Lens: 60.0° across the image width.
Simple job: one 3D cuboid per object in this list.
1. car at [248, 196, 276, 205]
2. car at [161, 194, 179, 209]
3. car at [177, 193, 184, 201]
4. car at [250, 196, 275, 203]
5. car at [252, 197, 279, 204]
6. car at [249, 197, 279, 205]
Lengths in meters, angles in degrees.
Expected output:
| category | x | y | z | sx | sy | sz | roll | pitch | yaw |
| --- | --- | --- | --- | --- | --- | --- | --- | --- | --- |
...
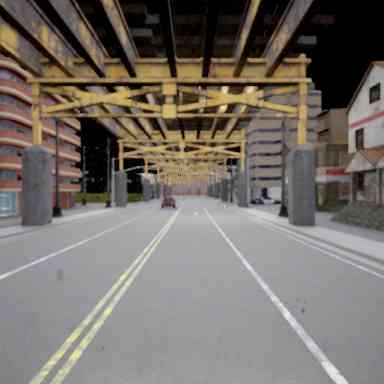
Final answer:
| category | x | y | z | sx | sy | sz | roll | pitch | yaw |
| --- | --- | --- | --- | --- | --- | --- | --- | --- | --- |
| car | 13.572 | 1.647 | 64.444 | 4.974 | 1.542 | 2.038 | 0 | 0 | 25 |
| car | -3.530 | 1.556 | 50.616 | 2.097 | 1.767 | 4.553 | 0 | 0 | 0 |
| car | -3.524 | 1.401 | 91.391 | 2.150 | 2.045 | 5.566 | 0 | 0 | 0 |
| car | 13.619 | 1.490 | 64.423 | 4.536 | 1.218 | 1.853 | 0 | 0 | 25 |
| car | 13.295 | 1.493 | 60.303 | 4.536 | 1.218 | 1.853 | 0 | 0 | -20 |
| car | 13.246 | 1.650 | 60.285 | 4.974 | 1.542 | 2.038 | 0 | 0 | -20 |
